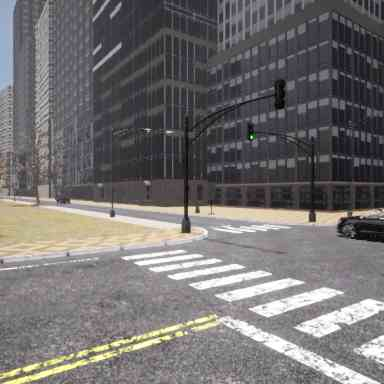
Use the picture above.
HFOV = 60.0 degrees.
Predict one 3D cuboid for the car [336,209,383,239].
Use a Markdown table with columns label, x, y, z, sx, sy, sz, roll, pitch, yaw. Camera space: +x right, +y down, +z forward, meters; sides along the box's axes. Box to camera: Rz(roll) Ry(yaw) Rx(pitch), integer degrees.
| label | x | y | z | sx | sy | sz | roll | pitch | yaw |
| --- | --- | --- | --- | --- | --- | --- | --- | --- | --- |
| car | 9.101 | 1.495 | 15.205 | 2.128 | 1.511 | 4.902 | 0 | 0 | -33 |

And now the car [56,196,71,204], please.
| label | x | y | z | sx | sy | sz | roll | pitch | yaw |
| --- | --- | --- | --- | --- | --- | --- | --- | --- | --- |
| car | -24.713 | 1.512 | 63.735 | 1.837 | 1.490 | 4.892 | 0 | 0 | -35 |
